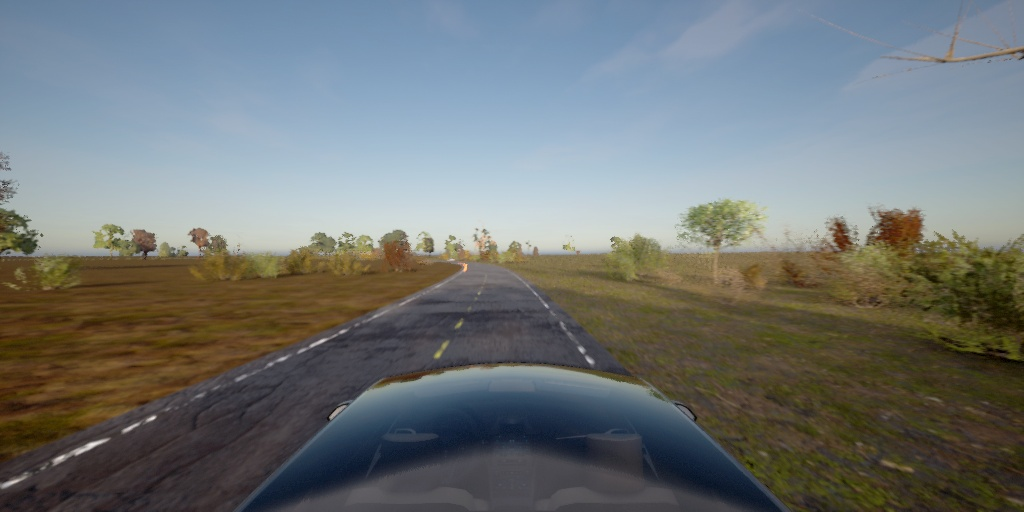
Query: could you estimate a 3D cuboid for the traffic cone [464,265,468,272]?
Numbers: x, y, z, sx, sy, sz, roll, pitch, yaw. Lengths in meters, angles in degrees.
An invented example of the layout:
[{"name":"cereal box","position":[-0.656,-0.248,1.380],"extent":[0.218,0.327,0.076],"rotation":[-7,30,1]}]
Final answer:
[{"name":"traffic cone","position":[-6.120,1.746,46.333],"extent":[0.340,0.580,0.340],"rotation":[0,0,-5]}]
